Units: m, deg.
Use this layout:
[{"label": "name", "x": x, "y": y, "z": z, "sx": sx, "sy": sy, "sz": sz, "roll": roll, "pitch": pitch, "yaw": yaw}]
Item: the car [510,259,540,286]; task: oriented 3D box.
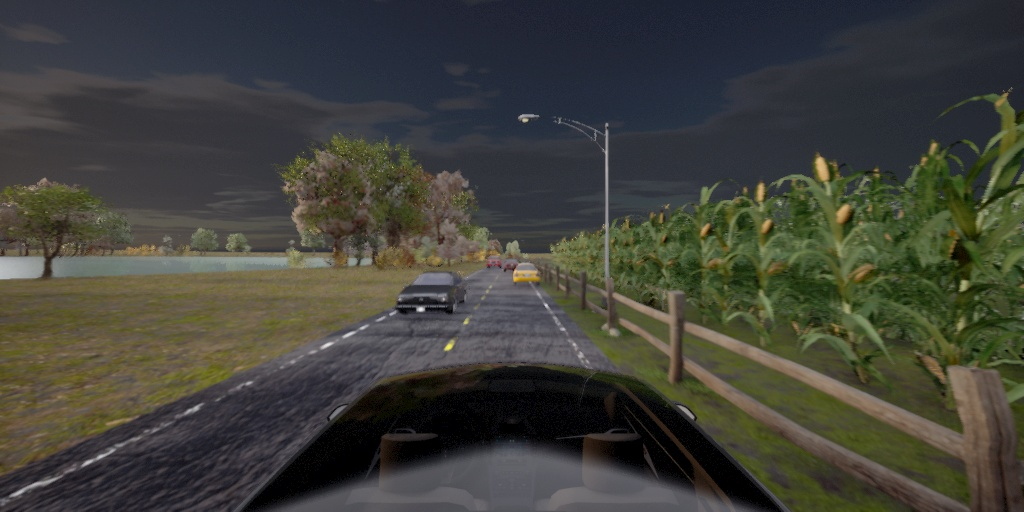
[{"label": "car", "x": 0.961, "y": 1.185, "z": 25.315, "sx": 1.801, "sy": 1.575, "sz": 5.366, "roll": 0, "pitch": 0, "yaw": 0}]

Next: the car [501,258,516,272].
[{"label": "car", "x": 0.009, "y": 1.069, "z": 44.799, "sx": 2.097, "sy": 1.767, "sz": 4.553, "roll": 0, "pitch": 0, "yaw": 0}]

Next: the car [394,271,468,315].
[{"label": "car", "x": -2.851, "y": 1.286, "z": 13.866, "sx": 2.033, "sy": 1.411, "sz": 5.357, "roll": 0, "pitch": 0, "yaw": 0}]

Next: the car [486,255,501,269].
[{"label": "car", "x": -2.796, "y": 0.926, "z": 56.939, "sx": 2.150, "sy": 2.045, "sz": 5.566, "roll": 0, "pitch": 0, "yaw": 1}]
